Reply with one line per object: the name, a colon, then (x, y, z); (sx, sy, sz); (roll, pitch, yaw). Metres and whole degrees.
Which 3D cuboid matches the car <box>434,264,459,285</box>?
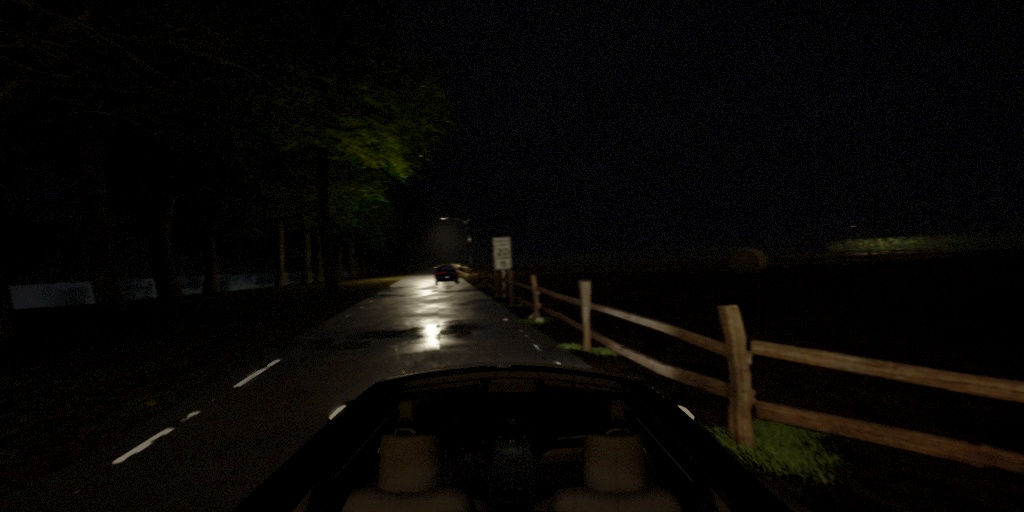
car: (-5.672, 1.569, 30.836); (1.882, 1.535, 5.008); (-3, 0, -12)
